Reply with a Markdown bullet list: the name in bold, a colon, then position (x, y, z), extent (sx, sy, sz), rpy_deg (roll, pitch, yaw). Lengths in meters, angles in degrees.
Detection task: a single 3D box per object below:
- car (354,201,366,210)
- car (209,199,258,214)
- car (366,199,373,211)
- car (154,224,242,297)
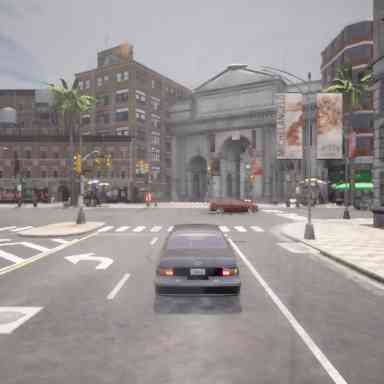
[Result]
- **car**: position (22.274, 1.564, 40.989), extent (4.181, 1.385, 1.994), rpy_deg (0, 0, 0)
- **car**: position (4.215, 1.477, 33.988), extent (5.008, 1.535, 1.882), rpy_deg (0, 0, 1)
- **car**: position (22.701, 1.526, 37.490), extent (4.674, 1.442, 1.812), rpy_deg (0, 0, 1)
- **car**: position (0.110, 1.547, 8.762), extent (2.033, 1.411, 5.357), rpy_deg (0, 0, 0)
